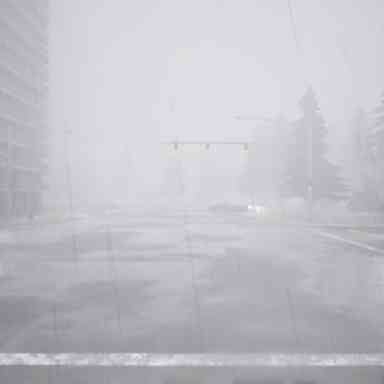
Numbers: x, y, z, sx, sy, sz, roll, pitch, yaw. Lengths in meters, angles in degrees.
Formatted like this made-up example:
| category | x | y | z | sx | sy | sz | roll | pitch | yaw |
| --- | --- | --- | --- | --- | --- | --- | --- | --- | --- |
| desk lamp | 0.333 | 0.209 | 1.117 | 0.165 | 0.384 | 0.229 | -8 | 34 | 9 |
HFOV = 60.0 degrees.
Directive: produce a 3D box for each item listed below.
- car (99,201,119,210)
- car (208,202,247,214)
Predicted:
| category | x | y | z | sx | sy | sz | roll | pitch | yaw |
| --- | --- | --- | --- | --- | --- | --- | --- | --- | --- |
| car | -12.563 | 2.036 | 50.063 | 1.994 | 1.385 | 4.181 | 0 | -1 | -33 |
| car | 4.233 | 1.864 | 39.690 | 4.718 | 1.301 | 1.895 | -3 | 0 | 45 |
